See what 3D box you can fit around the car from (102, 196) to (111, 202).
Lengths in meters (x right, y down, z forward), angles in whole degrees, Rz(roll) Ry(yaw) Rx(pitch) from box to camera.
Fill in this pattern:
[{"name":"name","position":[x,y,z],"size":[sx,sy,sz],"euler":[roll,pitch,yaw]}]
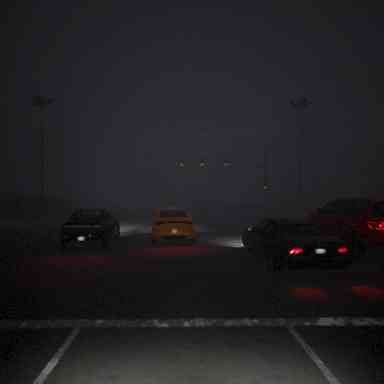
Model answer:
[{"name":"car","position":[-21.741,1.643,77.446],"size":[4.718,1.301,1.895],"euler":[0,0,32]}]

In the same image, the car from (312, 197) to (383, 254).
[{"name":"car","position":[6.385,1.218,13.015],"size":[2.150,2.045,5.566],"euler":[0,0,-5]}]

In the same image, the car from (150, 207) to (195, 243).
[{"name":"car","position":[-1.010,1.483,16.282],"size":[1.882,1.535,5.008],"euler":[0,0,-7]}]

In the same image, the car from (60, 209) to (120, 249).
[{"name":"car","position":[-4.347,1.501,14.690],"size":[2.128,1.511,4.902],"euler":[0,0,-6]}]

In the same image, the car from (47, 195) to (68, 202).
[{"name":"car","position":[-31.966,1.496,79.007],"size":[4.892,1.490,1.837],"euler":[0,0,22]}]

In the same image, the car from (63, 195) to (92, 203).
[{"name":"car","position":[-24.429,1.589,70.802],"size":[5.357,1.411,2.033],"euler":[0,0,36]}]

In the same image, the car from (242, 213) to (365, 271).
[{"name":"car","position":[3.063,1.547,10.919],"size":[2.033,1.411,5.357],"euler":[0,0,-4]}]

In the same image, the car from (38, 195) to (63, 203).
[{"name":"car","position":[-29.543,1.410,69.977],"size":[4.553,1.767,2.097],"euler":[0,0,29]}]

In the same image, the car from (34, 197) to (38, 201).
[{"name":"car","position":[-33.743,1.485,75.950],"size":[5.008,1.535,1.882],"euler":[0,0,18]}]

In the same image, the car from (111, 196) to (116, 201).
[{"name":"car","position":[-20.404,1.600,80.767],"size":[4.181,1.385,1.994],"euler":[0,0,32]}]

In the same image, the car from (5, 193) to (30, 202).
[{"name":"car","position":[-38.712,1.291,73.945],"size":[5.566,2.045,2.150],"euler":[0,0,15]}]

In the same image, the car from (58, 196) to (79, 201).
[{"name":"car","position":[-30.603,1.582,82.230],"size":[4.718,1.301,1.895],"euler":[0,0,22]}]

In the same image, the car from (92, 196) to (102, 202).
[{"name":"car","position":[-22.957,1.526,74.035],"size":[5.008,1.535,1.882],"euler":[0,0,32]}]

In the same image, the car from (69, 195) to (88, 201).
[{"name":"car","position":[-29.185,1.531,85.431],"size":[4.181,1.385,1.994],"euler":[0,0,22]}]
